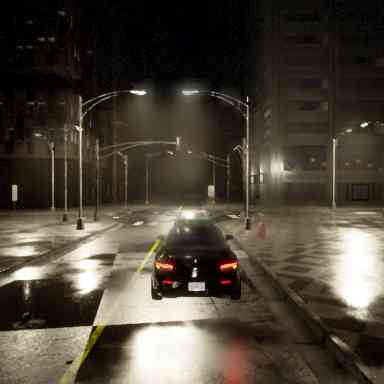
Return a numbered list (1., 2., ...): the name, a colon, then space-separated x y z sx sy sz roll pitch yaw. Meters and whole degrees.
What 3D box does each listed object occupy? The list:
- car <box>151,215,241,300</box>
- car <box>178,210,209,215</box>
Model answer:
1. car: 0.083 1.523 8.236 1.812 1.442 4.674 0 0 0
2. car: 0.071 1.593 17.260 1.895 1.301 4.718 0 0 0
